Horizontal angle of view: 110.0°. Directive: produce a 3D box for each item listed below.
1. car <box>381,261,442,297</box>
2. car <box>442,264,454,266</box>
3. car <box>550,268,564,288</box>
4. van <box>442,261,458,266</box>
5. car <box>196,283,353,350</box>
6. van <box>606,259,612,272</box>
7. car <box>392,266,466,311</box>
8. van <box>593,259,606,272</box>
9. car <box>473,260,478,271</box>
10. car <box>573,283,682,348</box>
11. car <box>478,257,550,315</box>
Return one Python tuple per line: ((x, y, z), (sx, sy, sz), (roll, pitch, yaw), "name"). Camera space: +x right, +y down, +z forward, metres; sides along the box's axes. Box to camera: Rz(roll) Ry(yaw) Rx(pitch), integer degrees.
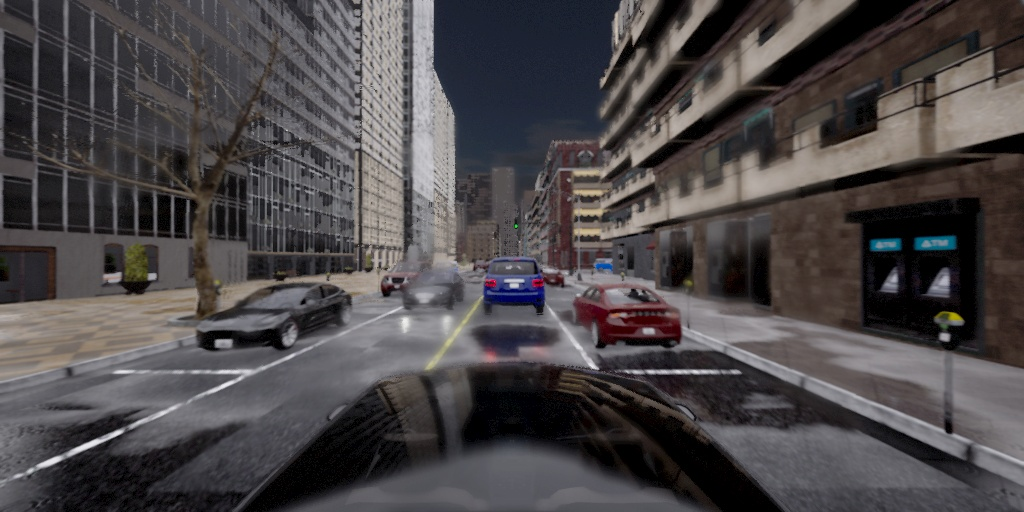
((-5.692, 1.223, 20.308), (2.192, 1.841, 5.009), (0, 0, 0), "car")
((-5.692, 1.522, 25.831), (1.948, 1.339, 4.313), (0, 0, 0), "car")
((2.688, 1.502, 25.830), (1.888, 1.381, 4.507), (0, 0, 0), "car")
((-5.692, 1.346, 31.354), (1.690, 1.789, 3.998), (0, 0, 0), "van")
((-5.692, 1.379, 9.264), (1.948, 1.339, 4.313), (0, 0, 0), "car")
((13.741, 1.264, 42.936), (3.998, 1.789, 1.690), (0, 0, 0), "van")
((-3.098, 1.355, 15.141), (2.128, 1.511, 4.902), (0, 0, 0), "car")
((13.719, 1.300, 51.317), (3.998, 1.789, 1.690), (0, 0, 0), "van")
((-5.692, 1.622, 63.742), (2.192, 1.841, 5.009), (0, 0, 0), "car")
((2.689, 1.359, 9.263), (1.888, 1.381, 4.507), (0, 0, 0), "car")
((0.081, 1.078, 14.346), (2.150, 2.045, 5.566), (0, -1, 0), "car")
